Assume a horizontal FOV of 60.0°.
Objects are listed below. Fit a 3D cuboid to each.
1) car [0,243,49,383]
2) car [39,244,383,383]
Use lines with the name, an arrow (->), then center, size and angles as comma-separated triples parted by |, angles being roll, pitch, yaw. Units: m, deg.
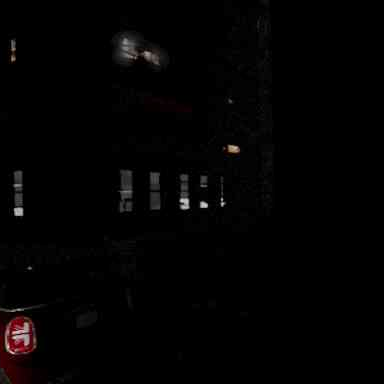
car -> -2.759, 1.469, 4.868 | 4.097, 1.590, 1.967 | 0, -1, 36
car -> 1.639, 1.313, 1.724 | 5.009, 1.841, 2.192 | 0, -1, 36
